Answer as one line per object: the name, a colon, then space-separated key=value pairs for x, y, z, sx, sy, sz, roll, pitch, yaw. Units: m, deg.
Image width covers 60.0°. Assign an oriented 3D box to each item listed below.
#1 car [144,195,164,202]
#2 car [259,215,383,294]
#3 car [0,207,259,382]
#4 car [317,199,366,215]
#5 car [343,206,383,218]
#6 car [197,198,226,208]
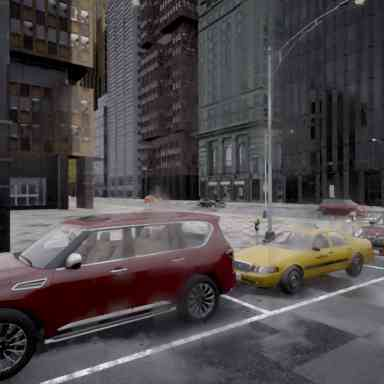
car: x=-6.724 y=1.222 z=58.930 sx=2.097 sy=1.767 sz=4.553 roll=0 pitch=0 yaw=-35
car: x=2.934 y=1.524 z=8.746 sx=4.829 sy=1.417 sz=1.752 roll=0 pitch=0 yaw=-36
car: x=-1.489 y=1.315 z=5.592 sx=5.009 sy=1.841 sz=2.192 roll=0 pitch=0 yaw=-36
car: x=13.741 y=1.401 z=30.047 sx=2.097 sy=1.767 sz=4.553 roll=0 pitch=0 yaw=-35
car: x=7.632 y=1.439 z=12.099 sx=4.097 sy=1.590 sz=1.967 roll=0 pitch=0 yaw=-36
car: x=2.639 y=1.609 z=45.634 sx=1.837 sy=1.490 sz=4.892 roll=0 pitch=0 yaw=-35
